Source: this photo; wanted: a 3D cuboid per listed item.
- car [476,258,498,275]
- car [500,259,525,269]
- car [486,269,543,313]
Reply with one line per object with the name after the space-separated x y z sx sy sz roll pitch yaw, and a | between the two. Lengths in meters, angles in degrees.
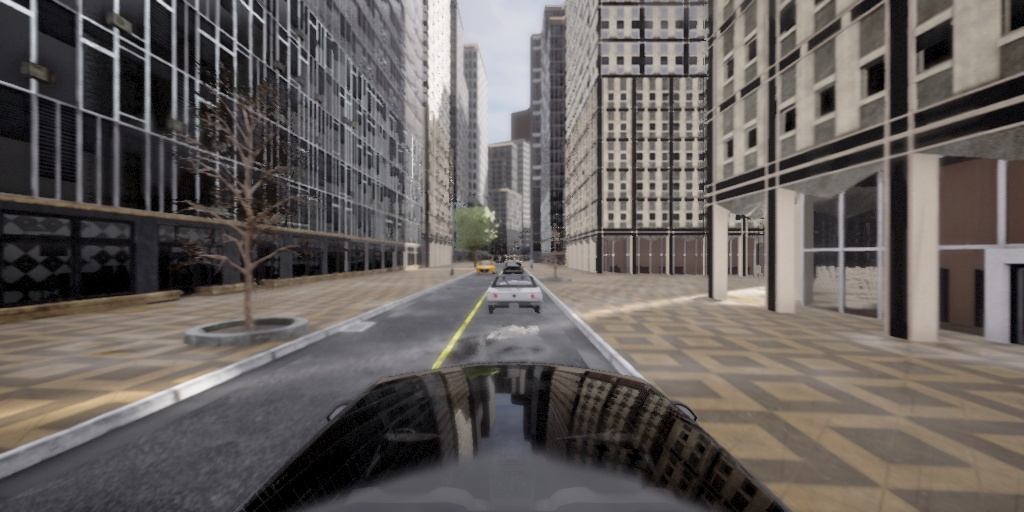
-2.819 1.276 39.300 1.882 1.535 5.008 0 0 0 | car
0.117 1.286 31.827 1.837 1.490 4.892 0 0 0 | car
0.093 1.354 14.010 1.895 1.301 4.718 0 0 0 | car
